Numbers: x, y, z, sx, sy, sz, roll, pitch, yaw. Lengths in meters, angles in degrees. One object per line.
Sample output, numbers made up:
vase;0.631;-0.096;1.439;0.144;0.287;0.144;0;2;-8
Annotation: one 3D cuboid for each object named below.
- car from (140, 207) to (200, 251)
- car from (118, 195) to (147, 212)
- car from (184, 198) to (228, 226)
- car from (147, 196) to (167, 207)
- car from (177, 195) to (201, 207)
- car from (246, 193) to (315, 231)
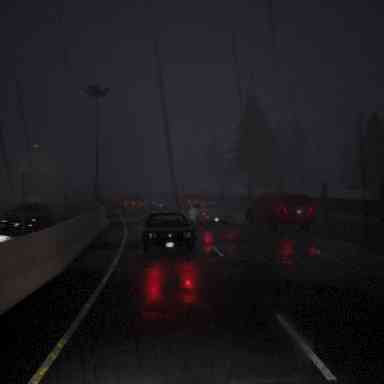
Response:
car;-1.083;1.501;13.641;1.895;1.301;4.718;0;0;-8
car;-6.423;1.110;34.403;2.097;1.767;4.553;0;0;-20
car;0.983;1.362;21.662;1.812;1.442;4.674;0;0;-11
car;-4.315;1.247;38.702;1.812;1.442;4.674;0;0;-22
car;-0.234;1.071;37.802;2.097;1.767;4.553;0;0;-20
car;4.965;1.066;19.514;2.150;2.045;5.566;0;1;-10
